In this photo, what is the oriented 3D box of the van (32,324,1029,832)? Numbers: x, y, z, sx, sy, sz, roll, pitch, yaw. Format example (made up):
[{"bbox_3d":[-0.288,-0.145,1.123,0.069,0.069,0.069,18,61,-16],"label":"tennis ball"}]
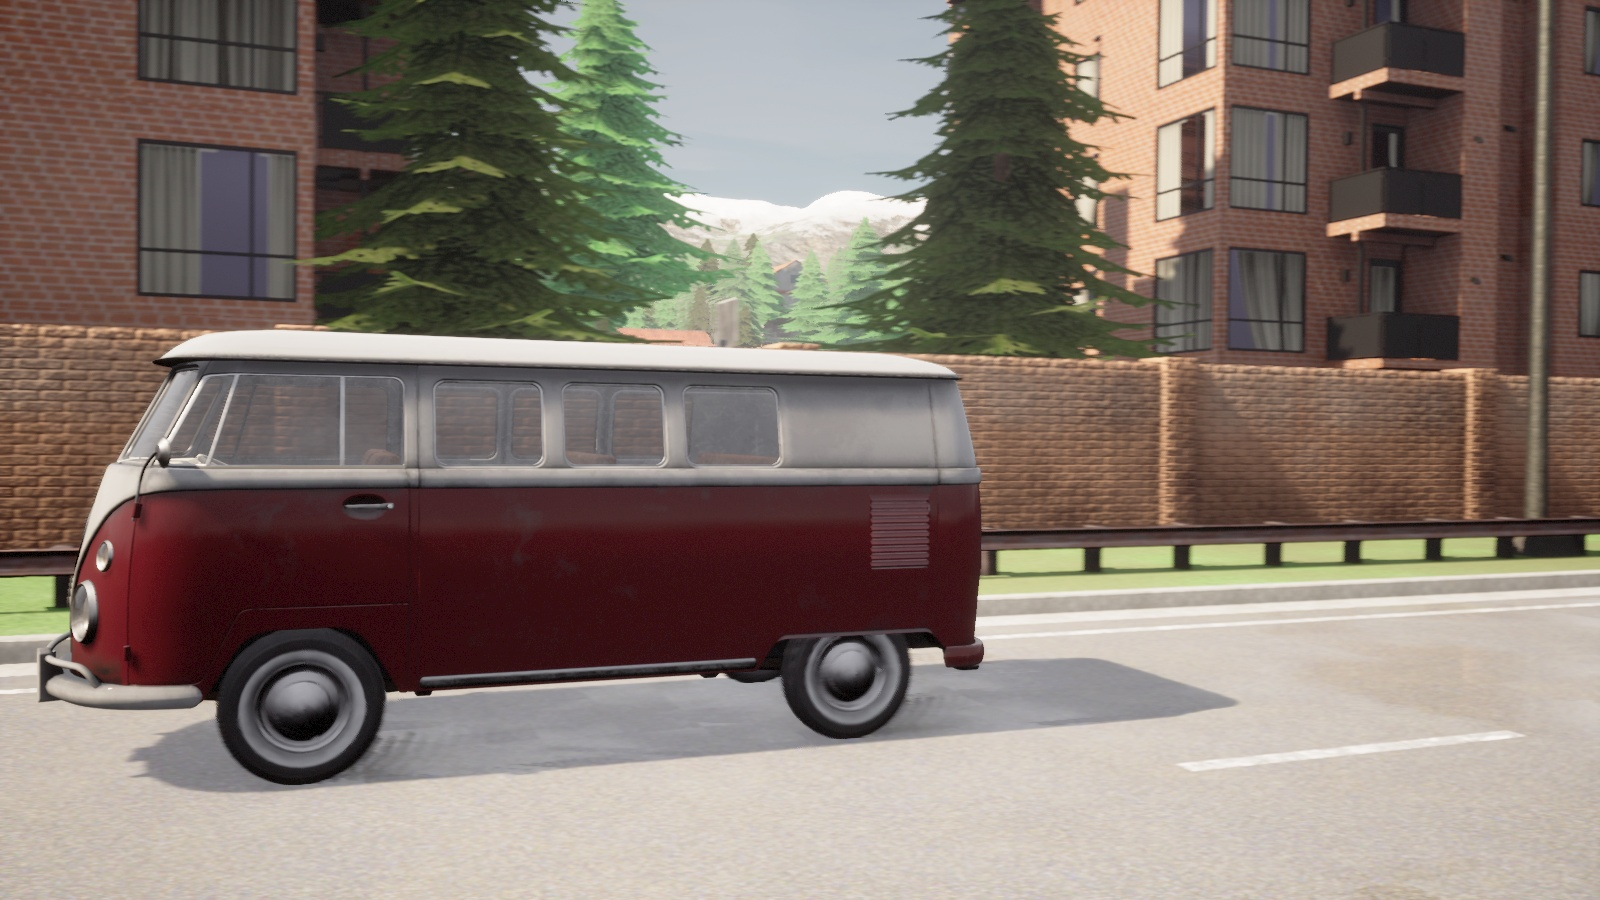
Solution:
[{"bbox_3d":[-1.215,0.458,6.518,4.442,1.987,1.775,-1,1,-21],"label":"van"}]
